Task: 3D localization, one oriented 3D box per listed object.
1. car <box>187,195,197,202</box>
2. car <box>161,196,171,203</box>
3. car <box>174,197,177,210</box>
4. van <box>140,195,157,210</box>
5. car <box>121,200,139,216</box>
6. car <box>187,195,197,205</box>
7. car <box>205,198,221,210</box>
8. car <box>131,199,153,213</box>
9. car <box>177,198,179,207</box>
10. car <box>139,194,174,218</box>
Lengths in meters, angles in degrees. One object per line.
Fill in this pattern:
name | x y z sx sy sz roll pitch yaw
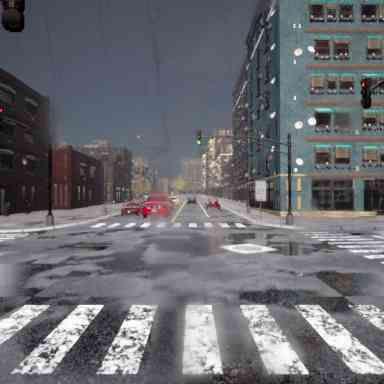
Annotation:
car | -0.002 1.413 70.654 1.994 1.385 4.181 0 0 0
car | -5.679 1.611 72.360 1.802 1.307 4.206 1 0 0
car | -3.090 1.541 40.328 1.812 1.442 4.674 0 0 0
van | -5.673 1.358 43.927 1.690 1.788 3.998 1 0 0
car | -5.753 1.557 32.557 1.887 1.381 4.507 1 0 0
car | -0.001 1.571 60.228 2.033 1.411 5.357 0 0 0
car | 2.705 1.457 43.988 1.967 1.590 4.097 1 0 0
car | -5.677 1.559 38.239 1.887 1.381 4.507 1 0 0
car | -3.084 1.498 52.692 1.882 1.535 5.008 0 0 0
car | -3.107 1.233 30.344 2.150 2.045 5.566 0 0 0
